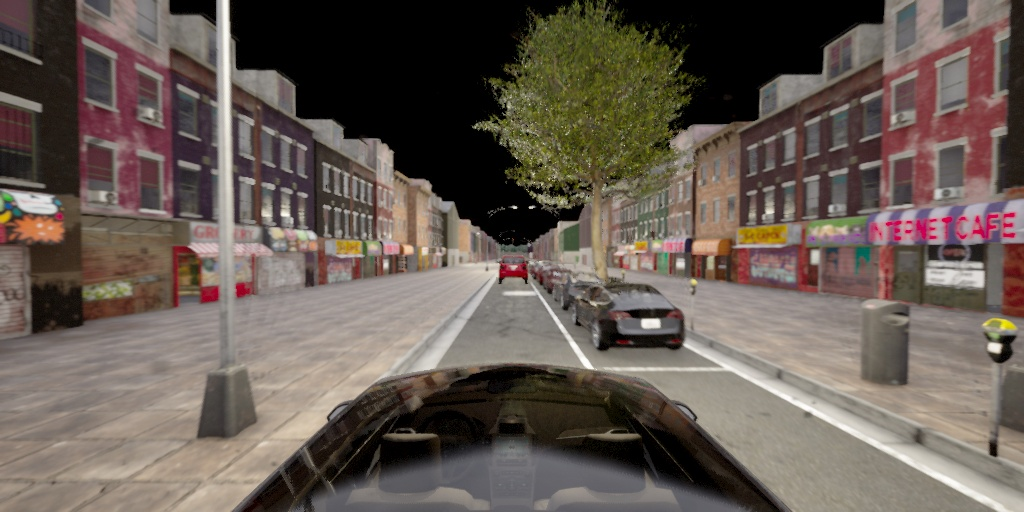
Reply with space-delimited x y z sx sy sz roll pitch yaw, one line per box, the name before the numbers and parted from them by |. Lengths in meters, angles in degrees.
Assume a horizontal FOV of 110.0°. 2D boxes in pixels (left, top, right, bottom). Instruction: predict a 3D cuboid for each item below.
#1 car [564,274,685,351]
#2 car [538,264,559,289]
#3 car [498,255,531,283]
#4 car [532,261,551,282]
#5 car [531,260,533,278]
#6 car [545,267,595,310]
car | 2.644 1.312 8.862 1.948 1.339 4.313 0 0 0
car | 2.663 1.320 19.953 1.802 1.307 4.207 0 0 0
car | 0.113 0.954 27.517 2.150 2.045 5.566 0 0 0
car | 2.672 1.280 25.498 1.888 1.381 4.507 0 0 0
car | 2.682 1.174 31.043 1.967 1.591 4.097 0 0 0
car | 2.654 1.292 14.407 2.007 1.370 4.403 0 0 0
